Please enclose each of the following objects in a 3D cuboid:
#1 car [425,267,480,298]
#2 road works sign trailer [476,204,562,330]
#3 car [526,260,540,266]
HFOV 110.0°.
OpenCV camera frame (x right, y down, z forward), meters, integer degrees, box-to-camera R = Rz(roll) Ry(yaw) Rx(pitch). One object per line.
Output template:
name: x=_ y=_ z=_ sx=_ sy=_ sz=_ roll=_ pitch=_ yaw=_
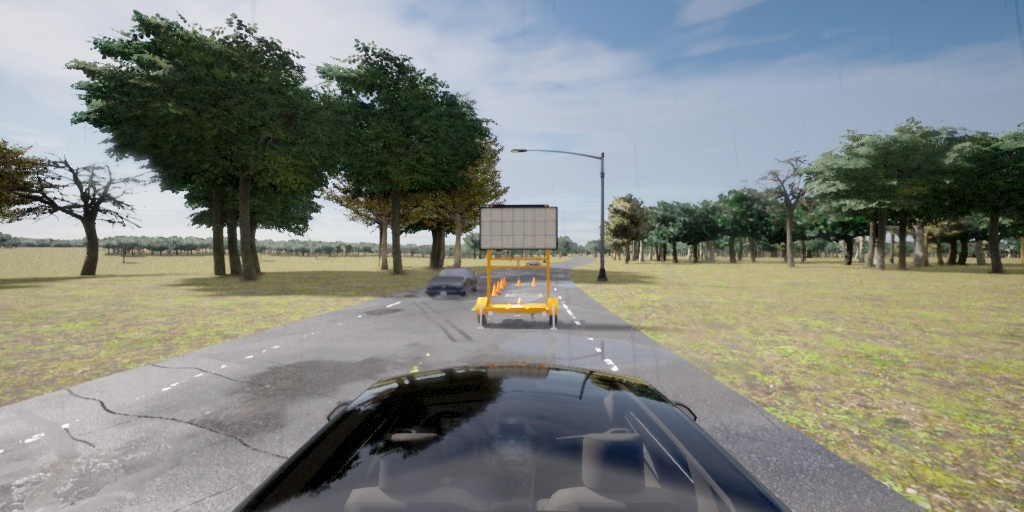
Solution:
car: x=-2.916 y=1.299 z=18.811 sx=2.033 sy=1.411 sz=5.357 roll=0 pitch=0 yaw=4
road works sign trailer: x=0.205 y=0.214 z=11.159 sx=2.380 sy=3.560 sz=2.880 roll=0 pitch=0 yaw=3
car: x=3.569 y=1.313 z=61.514 sx=1.812 sy=1.442 sz=4.674 roll=0 pitch=0 yaw=13
